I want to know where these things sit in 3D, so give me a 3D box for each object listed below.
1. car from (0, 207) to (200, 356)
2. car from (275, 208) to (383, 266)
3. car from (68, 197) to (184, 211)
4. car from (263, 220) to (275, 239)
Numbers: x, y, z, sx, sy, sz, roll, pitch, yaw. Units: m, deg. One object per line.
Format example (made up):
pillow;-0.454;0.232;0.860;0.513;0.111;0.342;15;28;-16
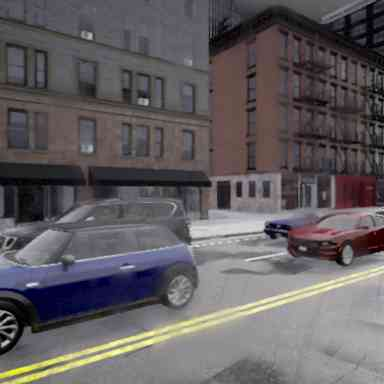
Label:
car;-2.120;1.344;6.118;4.553;1.767;2.097;0;0;-36
car;5.380;1.424;11.502;5.008;1.535;1.882;0;0;-35
car;-2.579;1.205;9.822;5.566;2.045;2.150;0;0;-37
car;5.536;1.534;15.594;4.718;1.301;1.895;0;0;-35
